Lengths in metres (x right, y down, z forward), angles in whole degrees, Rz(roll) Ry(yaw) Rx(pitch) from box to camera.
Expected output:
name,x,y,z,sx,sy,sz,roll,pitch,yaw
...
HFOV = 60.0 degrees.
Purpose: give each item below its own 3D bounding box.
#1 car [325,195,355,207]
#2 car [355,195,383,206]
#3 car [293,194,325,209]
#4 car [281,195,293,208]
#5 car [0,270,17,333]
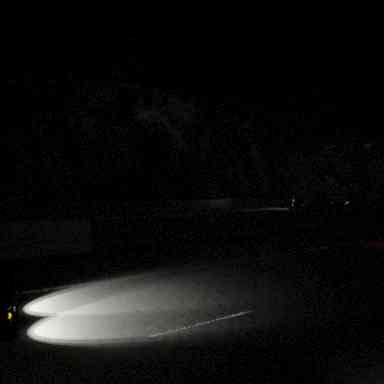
name,x,y,z,sx,sy,sz,roll,pitch,yaw
car,16.686,1.091,35.210,4.553,1.767,2.097,-1,0,-33
car,18.402,1.234,32.150,4.902,1.511,2.128,-1,0,-33
car,14.231,1.233,37.786,4.902,1.511,2.128,-1,0,-33
car,13.190,1.083,41.287,4.553,1.767,2.097,-1,0,-33
car,-4.836,1.571,4.697,4.181,1.385,1.994,0,0,-30
